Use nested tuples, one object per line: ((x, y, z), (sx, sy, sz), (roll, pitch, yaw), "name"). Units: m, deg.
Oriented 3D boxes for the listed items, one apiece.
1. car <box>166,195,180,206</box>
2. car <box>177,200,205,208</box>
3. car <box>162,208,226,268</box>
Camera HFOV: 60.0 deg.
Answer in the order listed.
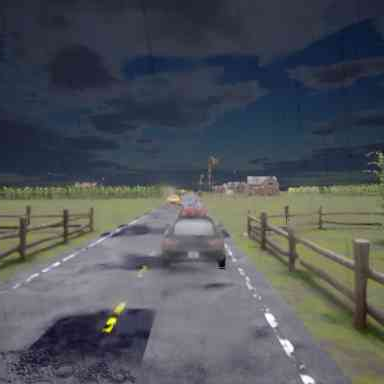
((-2.812, 1.260, 50.419), (1.882, 1.535, 5.008), (0, 0, 0), "car")
((0.067, 1.482, 25.192), (1.895, 1.301, 4.718), (0, 0, 0), "car")
((0.070, 1.472, 10.931), (1.812, 1.442, 4.674), (0, 0, 1), "car")
